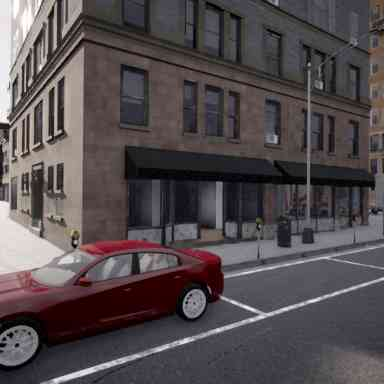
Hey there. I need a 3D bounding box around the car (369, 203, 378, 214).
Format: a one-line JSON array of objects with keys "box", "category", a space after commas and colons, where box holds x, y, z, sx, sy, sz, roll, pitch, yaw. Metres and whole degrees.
[{"box": [14.143, 1.363, 30.824, 1.812, 1.442, 4.674, 1, 0, -33], "category": "car"}]

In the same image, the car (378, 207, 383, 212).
[{"box": [16.400, 1.369, 33.254, 1.837, 1.490, 4.892, 1, 0, -35], "category": "car"}]

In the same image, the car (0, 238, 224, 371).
[{"box": [-1.490, 1.545, 5.690, 4.507, 1.381, 1.887, 0, 1, -35], "category": "car"}]
